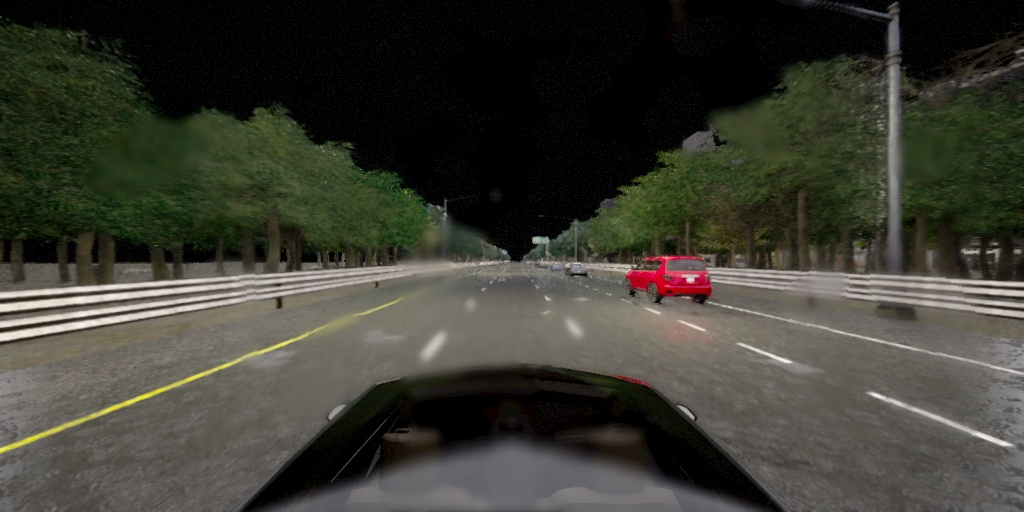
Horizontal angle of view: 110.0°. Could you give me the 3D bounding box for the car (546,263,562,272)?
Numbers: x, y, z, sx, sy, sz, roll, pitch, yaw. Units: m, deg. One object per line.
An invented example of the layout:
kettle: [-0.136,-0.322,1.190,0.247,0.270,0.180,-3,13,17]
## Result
car: [7.167,1.822,57.813,2.033,1.411,5.357,0,-1,0]

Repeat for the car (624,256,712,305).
car: [7.010,1.048,16.743,2.150,2.045,5.566,0,0,0]

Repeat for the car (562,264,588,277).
car: [7.077,1.618,39.828,1.994,1.385,4.181,0,-1,0]
